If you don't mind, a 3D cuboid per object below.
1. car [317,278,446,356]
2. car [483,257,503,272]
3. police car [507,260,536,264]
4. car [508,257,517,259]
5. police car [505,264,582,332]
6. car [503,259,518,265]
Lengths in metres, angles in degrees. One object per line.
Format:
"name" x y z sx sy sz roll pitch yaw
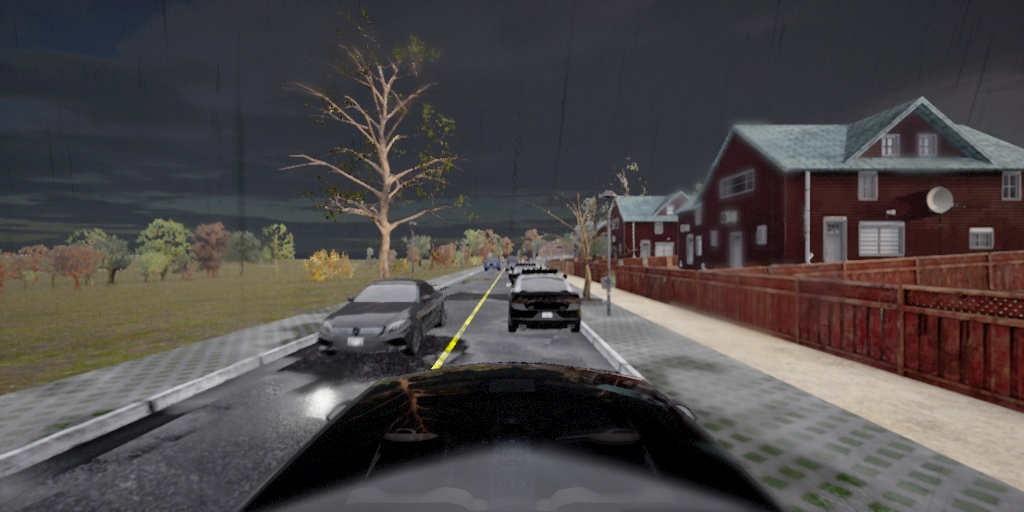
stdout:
"car" -2.840 1.297 8.843 1.812 1.442 4.674 0 0 0
"car" -2.762 1.145 50.740 2.150 2.045 5.566 0 -1 0
"police car" 0.857 1.238 21.075 1.930 1.638 5.238 0 0 0
"car" 0.106 1.199 64.113 2.150 2.045 5.566 0 0 0
"police car" 0.840 1.205 11.075 1.930 1.638 5.238 0 0 0
"car" 0.115 1.479 48.972 1.994 1.385 4.181 0 0 0
